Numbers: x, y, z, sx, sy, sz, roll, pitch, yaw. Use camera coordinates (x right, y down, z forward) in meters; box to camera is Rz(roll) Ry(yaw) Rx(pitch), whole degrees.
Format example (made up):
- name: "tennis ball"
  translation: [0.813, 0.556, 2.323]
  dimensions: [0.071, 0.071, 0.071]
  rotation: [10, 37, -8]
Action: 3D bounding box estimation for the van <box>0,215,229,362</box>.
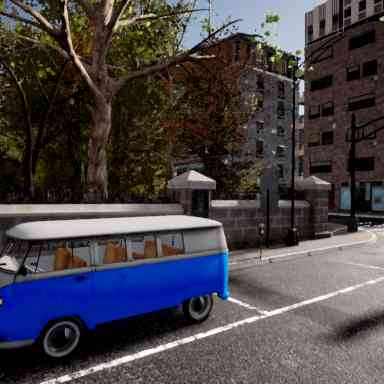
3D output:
- name: "van"
  translation: [-1.220, 1.342, 5.631]
  dimensions: [3.998, 1.788, 1.690]
  rotation: [0, 1, -36]
